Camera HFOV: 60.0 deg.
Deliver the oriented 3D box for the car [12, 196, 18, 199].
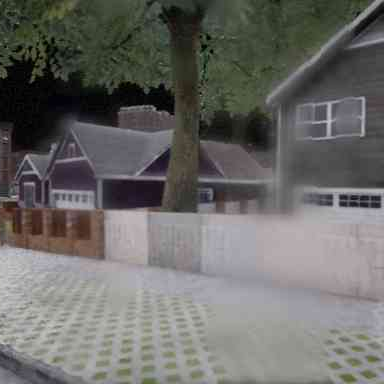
[{"bbox_3d":[-30.706,1.382,60.132,1.837,1.490,4.892,1,2,7],"label":"car"}]
